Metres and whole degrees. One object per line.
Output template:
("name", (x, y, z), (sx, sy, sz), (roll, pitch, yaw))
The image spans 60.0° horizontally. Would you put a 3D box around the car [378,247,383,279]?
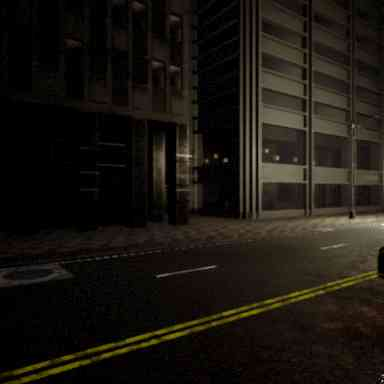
("car", (6.342, 1.498, 7.961), (4.902, 1.511, 2.128), (0, 0, -35))
